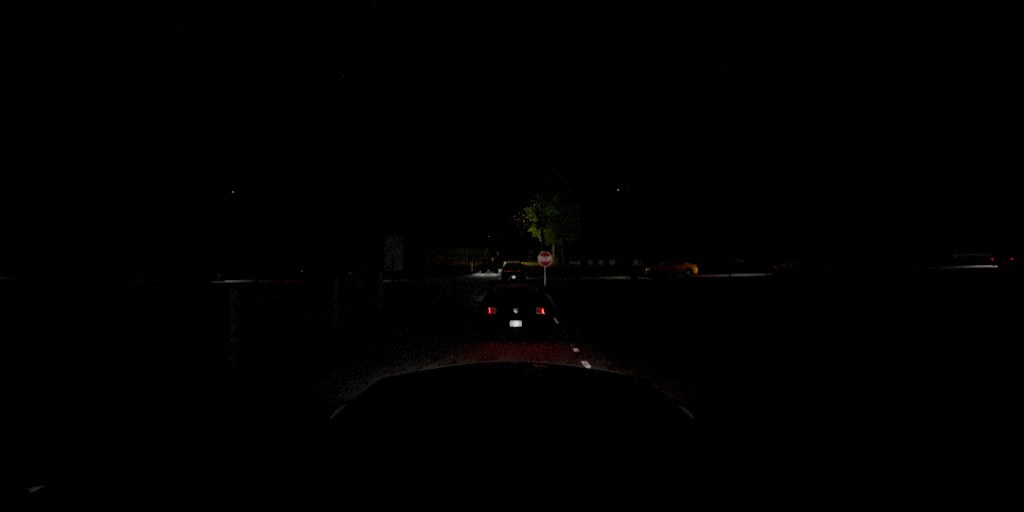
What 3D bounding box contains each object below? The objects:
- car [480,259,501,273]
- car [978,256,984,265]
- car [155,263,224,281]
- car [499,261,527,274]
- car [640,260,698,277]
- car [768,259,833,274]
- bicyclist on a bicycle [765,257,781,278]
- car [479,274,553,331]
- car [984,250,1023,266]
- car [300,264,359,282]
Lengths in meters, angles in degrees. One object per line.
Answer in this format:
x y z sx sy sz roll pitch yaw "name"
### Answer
-2.810 1.436 45.924 1.812 1.442 4.674 0 0 2 "car"
46.355 0.157 33.377 4.181 1.385 1.994 -2 -1 0 "car"
-27.201 1.369 30.374 4.892 1.490 1.837 0 -1 0 "car"
0.132 1.294 29.347 1.837 1.490 4.892 0 0 0 "car"
14.543 1.139 33.381 5.008 1.535 1.882 -1 -1 0 "car"
26.766 0.927 33.402 4.718 1.301 1.895 -2 -1 0 "car"
19.931 0.865 27.405 0.582 1.620 1.656 -1 -1 0 "bicyclist on a bicycle"
0.109 1.397 11.120 1.895 1.301 4.718 0 0 0 "car"
44.073 0.214 30.542 4.718 1.301 1.895 -2 -1 0 "car"
-15.419 1.405 30.387 4.674 1.442 1.812 0 -1 0 "car"
